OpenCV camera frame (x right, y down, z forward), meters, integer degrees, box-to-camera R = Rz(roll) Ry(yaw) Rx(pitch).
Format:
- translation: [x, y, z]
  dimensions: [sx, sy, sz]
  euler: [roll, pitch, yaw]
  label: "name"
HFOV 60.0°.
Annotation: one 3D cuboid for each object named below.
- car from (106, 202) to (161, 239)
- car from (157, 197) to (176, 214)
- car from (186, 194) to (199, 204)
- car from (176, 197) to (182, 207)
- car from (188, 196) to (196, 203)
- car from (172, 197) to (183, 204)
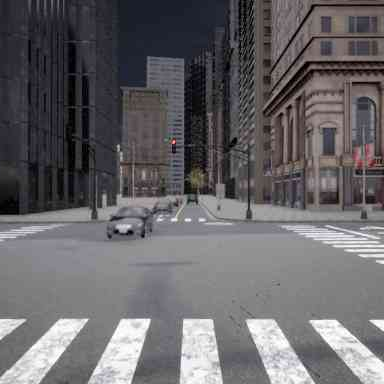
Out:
- translation: [-3.078, 1.488, 17.361]
  dimensions: [2.128, 1.511, 4.902]
  euler: [0, 0, 0]
  label: "car"
- translation: [-3.063, 1.549, 36.173]
  dimensions: [1.837, 1.490, 4.892]
  euler: [0, 0, 0]
  label: "car"
- translation: [0.102, 1.341, 64.856]
  dimensions: [2.150, 2.045, 5.566]
  euler: [0, 0, 0]
  label: "car"
- translation: [-3.064, 1.558, 51.787]
  dimensions: [1.882, 1.535, 5.008]
  euler: [0, 0, 0]
  label: "car"
- translation: [0.000, 1.657, 75.286]
  dimensions: [1.837, 1.490, 4.892]
  euler: [0, 0, 0]
  label: "car"
- translation: [-3.000, 1.702, 69.059]
  dimensions: [1.994, 1.385, 4.181]
  euler: [0, 0, 0]
  label: "car"
